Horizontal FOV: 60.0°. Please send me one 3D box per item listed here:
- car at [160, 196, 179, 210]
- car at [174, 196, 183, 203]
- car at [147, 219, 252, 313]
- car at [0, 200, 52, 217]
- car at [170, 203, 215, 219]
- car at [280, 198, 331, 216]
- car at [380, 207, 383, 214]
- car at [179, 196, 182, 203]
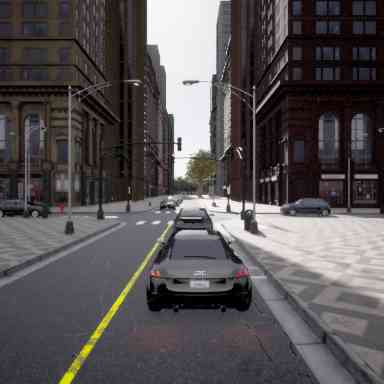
[{"bbox_3d":[-3.078,1.547,43.129,2.033,1.411,5.357,0,0,0],"label":"car"},{"bbox_3d":[-2.978,1.550,73.538,1.812,1.442,4.674,0,0,0],"label":"car"},{"bbox_3d":[0.110,1.564,7.764,1.994,1.385,4.181,0,0,-1],"label":"car"},{"bbox_3d":[-14.739,1.454,28.924,4.892,1.490,1.837,0,0,-1],"label":"car"},{"bbox_3d":[0.066,1.505,16.672,1.837,1.490,4.892,0,0,0],"label":"car"},{"bbox_3d":[10.872,1.388,32.153,4.553,1.767,2.097,0,0,1],"label":"car"},{"bbox_3d":[20.528,1.630,32.114,4.181,1.385,1.994,0,0,0],"label":"car"},{"bbox_3d":[-3.075,1.494,52.890,2.128,1.511,4.902,0,0,0],"label":"car"}]
